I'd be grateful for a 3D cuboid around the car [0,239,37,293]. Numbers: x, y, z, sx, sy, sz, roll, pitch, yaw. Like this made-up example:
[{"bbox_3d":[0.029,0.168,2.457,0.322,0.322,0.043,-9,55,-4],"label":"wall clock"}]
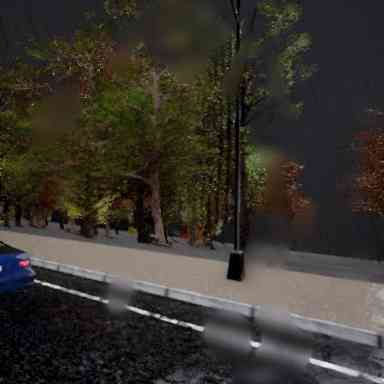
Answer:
[{"bbox_3d":[-5.840,1.540,7.850,5.357,1.411,2.033,0,0,36],"label":"car"}]
